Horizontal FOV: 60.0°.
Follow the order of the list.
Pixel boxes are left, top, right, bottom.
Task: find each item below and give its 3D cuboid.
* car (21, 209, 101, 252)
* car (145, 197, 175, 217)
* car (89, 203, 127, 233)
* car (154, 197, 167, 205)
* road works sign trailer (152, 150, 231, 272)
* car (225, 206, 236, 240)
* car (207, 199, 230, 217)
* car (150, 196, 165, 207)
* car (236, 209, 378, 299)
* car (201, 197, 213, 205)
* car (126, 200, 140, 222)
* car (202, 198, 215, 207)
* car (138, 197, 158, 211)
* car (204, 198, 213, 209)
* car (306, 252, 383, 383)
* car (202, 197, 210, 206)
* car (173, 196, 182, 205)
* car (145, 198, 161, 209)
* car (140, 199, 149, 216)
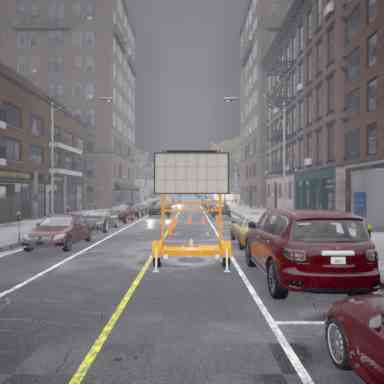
[{"bbox_3d":[-5.405,1.581,13.869,1.802,1.307,4.206,0,0,0],"label":"car"},{"bbox_3d":[-2.889,1.477,30.964,1.882,1.535,5.008,0,0,0],"label":"car"},{"bbox_3d":[-5.412,1.550,19.388,2.008,1.369,4.403,0,0,0],"label":"car"},{"bbox_3d":[-5.463,1.597,58.020,1.802,1.307,4.206,0,0,0],"label":"car"},{"bbox_3d":[-0.014,0.464,10.731,2.380,3.560,2.880,0,0,0],"label":"road works sign trailer"},{"bbox_3d":[2.616,1.525,14.054,1.752,1.417,4.829,0,0,0],"label":"car"},{"bbox_3d":[2.599,1.581,30.440,1.802,1.307,4.206,0,0,0],"label":"car"},{"bbox_3d":[-5.456,1.451,52.501,1.967,1.590,4.097,0,0,0],"label":"car"},{"bbox_3d":[2.627,1.315,8.368,2.192,1.841,5.009,0,0,0],"label":"car"},{"bbox_3d":[2.563,1.581,58.032,1.947,1.339,4.313,0,0,0],"label":"car"},{"bbox_3d":[-5.419,1.543,24.908,1.887,1.381,4.507,0,0,0],"label":"car"},{"bbox_3d":[2.570,1.593,52.513,1.802,1.307,4.206,0,0,0],"label":"car"},{"bbox_3d":[-5.441,1.444,41.463,1.967,1.590,4.097,0,0,0],"label":"car"},{"bbox_3d":[2.591,1.582,35.958,1.802,1.307,4.206,0,0,0],"label":"car"},{"bbox_3d":[2.634,1.582,2.849,1.802,1.307,4.206,0,0,0],"label":"car"},{"bbox_3d":[2.584,1.529,41.647,1.752,1.417,4.829,0,0,0],"label":"car"},{"bbox_3d":[-2.828,1.509,60.320,2.128,1.511,4.902,0,0,0],"label":"car"},{"bbox_3d":[-5.448,1.532,46.812,1.752,1.417,4.829,0,0,0],"label":"car"},{"bbox_3d":[-5.426,1.565,30.426,1.947,1.339,4.313,0,0,0],"label":"car"}]
